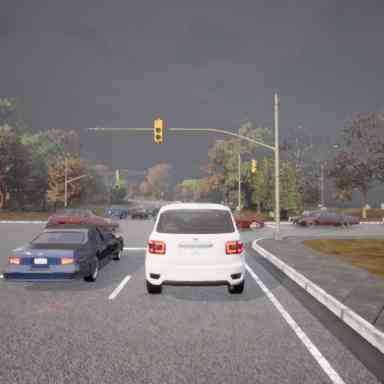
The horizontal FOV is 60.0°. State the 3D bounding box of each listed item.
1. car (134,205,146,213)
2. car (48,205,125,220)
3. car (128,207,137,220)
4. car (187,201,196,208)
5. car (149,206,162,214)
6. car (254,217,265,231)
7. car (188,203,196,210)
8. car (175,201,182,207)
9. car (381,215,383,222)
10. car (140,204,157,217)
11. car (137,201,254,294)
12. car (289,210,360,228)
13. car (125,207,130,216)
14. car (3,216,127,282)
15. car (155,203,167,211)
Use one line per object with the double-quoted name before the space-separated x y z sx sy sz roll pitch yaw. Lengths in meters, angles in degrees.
"car" -10.541 3.479 67.711 1.895 1.301 4.718 0 0 0
"car" -7.219 1.886 22.290 4.553 1.767 2.097 0 -3 5
"car" -7.108 3.143 45.776 1.895 1.301 4.718 0 -2 -1
"car" -0.158 3.285 87.779 1.837 1.490 4.892 0 0 -3
"car" -7.070 3.480 65.226 1.895 1.301 4.718 0 0 1
"car" 3.013 2.149 25.358 5.008 1.535 1.882 0 -2 1
"car" -0.036 3.331 77.628 1.837 1.490 4.892 0 0 0
"car" -3.634 3.092 87.425 1.882 1.535 5.008 0 0 -3
"car" 21.402 2.505 33.008 4.902 1.511 2.128 0 -3 -3
"car" -7.116 3.006 55.304 2.150 2.045 5.566 0 -1 0
"car" 0.079 1.320 9.162 2.150 2.045 5.566 0 -1 0
"car" 11.703 2.387 29.125 5.357 1.411 2.033 0 -3 -1
"car" -10.630 2.807 47.135 2.150 2.045 5.566 0 -2 -2
"car" -3.422 1.664 10.015 2.033 1.411 5.357 0 -1 0
"car" -7.035 3.379 75.923 2.033 1.411 5.357 0 0 0
